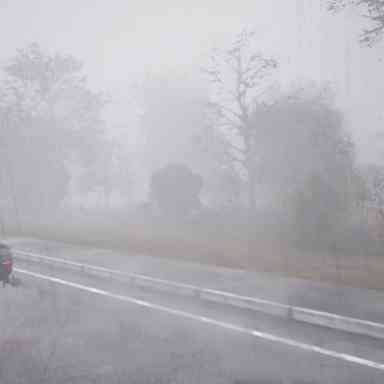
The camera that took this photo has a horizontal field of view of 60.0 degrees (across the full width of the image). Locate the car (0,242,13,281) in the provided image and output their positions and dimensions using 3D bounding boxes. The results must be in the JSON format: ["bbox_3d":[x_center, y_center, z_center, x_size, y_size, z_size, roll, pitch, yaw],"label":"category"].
[{"bbox_3d":[-6.394,1.527,8.535,4.674,1.442,1.812,0,0,35],"label":"car"}]
